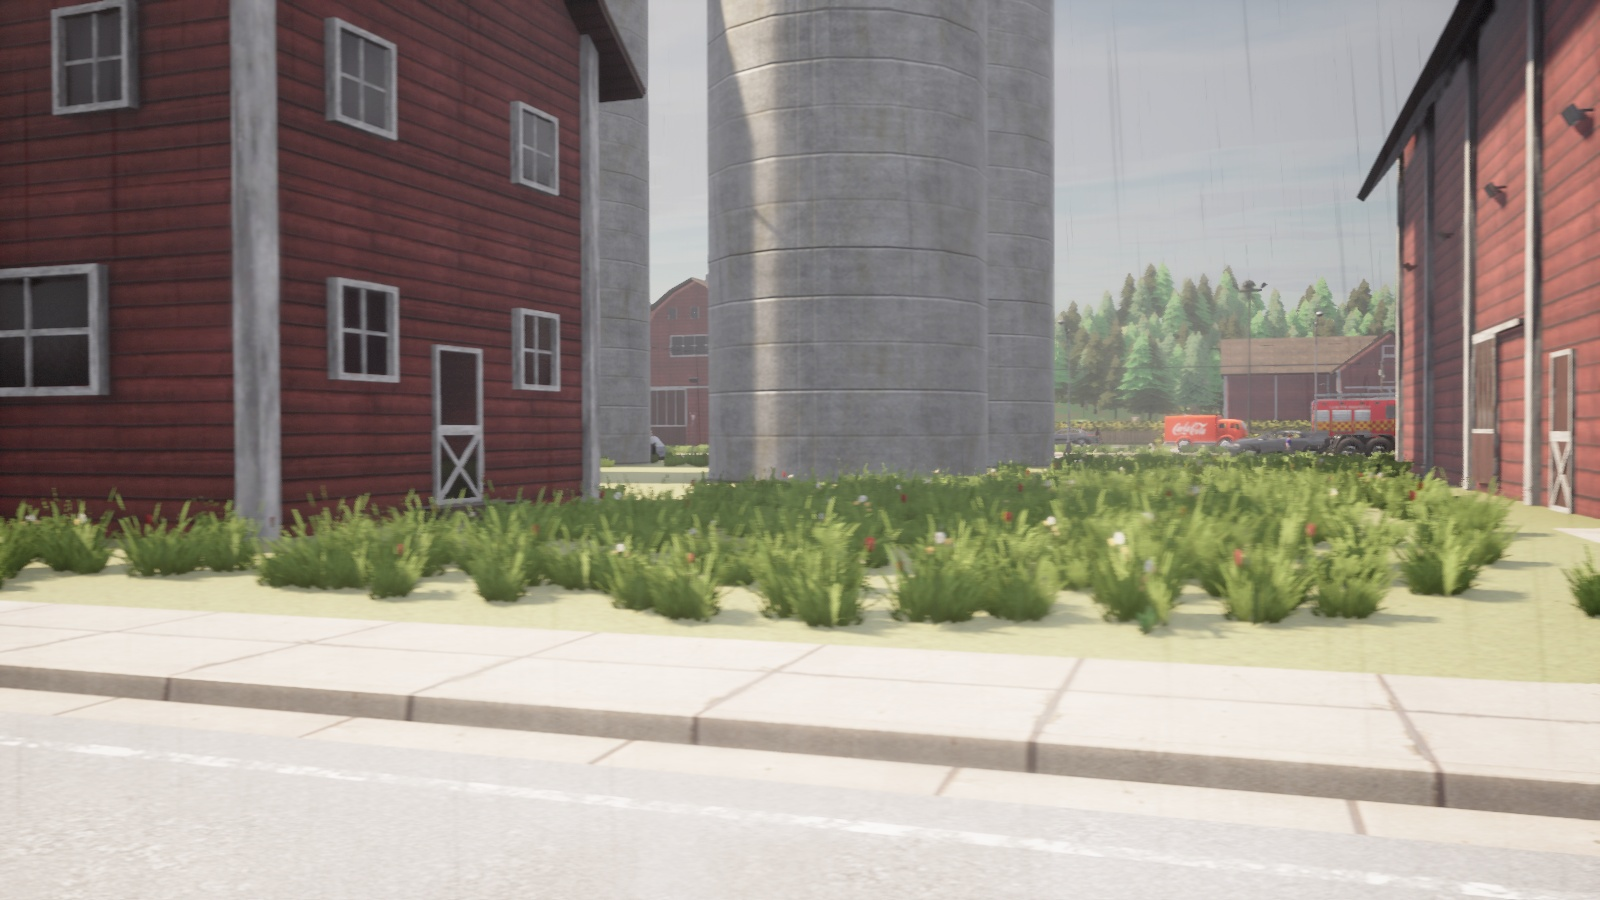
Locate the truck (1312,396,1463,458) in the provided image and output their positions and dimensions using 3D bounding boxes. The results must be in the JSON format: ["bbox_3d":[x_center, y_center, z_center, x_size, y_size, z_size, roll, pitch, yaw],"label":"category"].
[{"bbox_3d":[37.537,-1.459,80.561,8.468,3.827,2.891,0,1,19],"label":"truck"}]

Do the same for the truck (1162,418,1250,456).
[{"bbox_3d":[27.281,-0.879,84.309,5.204,2.467,2.627,1,1,28],"label":"truck"}]

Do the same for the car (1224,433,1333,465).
[{"bbox_3d":[23.413,-0.090,61.686,4.902,1.511,2.128,1,1,19],"label":"car"}]

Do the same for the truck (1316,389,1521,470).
[{"bbox_3d":[27.637,-0.930,56.556,7.936,3.462,2.891,1,1,19],"label":"truck"}]
